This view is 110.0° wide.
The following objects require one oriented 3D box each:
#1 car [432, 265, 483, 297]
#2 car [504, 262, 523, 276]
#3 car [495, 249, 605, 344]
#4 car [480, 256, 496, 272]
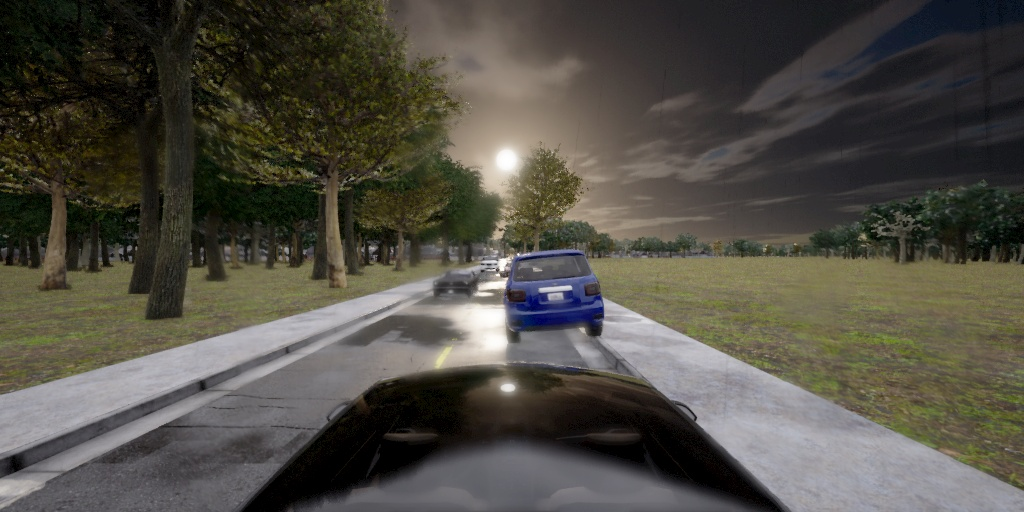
[{"bbox_3d":[-2.830,1.351,18.844,1.895,1.301,4.718,0,0,0],"label":"car"},{"bbox_3d":[0.121,1.352,38.265,1.895,1.301,4.718,0,0,0],"label":"car"},{"bbox_3d":[0.882,0.897,9.771,2.150,2.045,5.566,-5,0,0],"label":"car"},{"bbox_3d":[-2.699,0.973,44.600,2.150,2.045,5.566,0,0,0],"label":"car"}]
